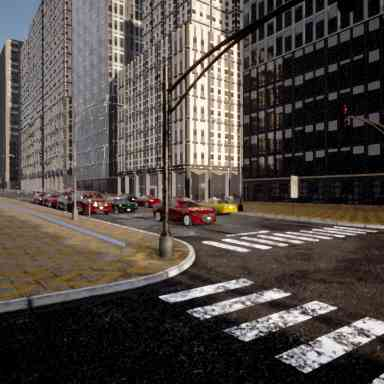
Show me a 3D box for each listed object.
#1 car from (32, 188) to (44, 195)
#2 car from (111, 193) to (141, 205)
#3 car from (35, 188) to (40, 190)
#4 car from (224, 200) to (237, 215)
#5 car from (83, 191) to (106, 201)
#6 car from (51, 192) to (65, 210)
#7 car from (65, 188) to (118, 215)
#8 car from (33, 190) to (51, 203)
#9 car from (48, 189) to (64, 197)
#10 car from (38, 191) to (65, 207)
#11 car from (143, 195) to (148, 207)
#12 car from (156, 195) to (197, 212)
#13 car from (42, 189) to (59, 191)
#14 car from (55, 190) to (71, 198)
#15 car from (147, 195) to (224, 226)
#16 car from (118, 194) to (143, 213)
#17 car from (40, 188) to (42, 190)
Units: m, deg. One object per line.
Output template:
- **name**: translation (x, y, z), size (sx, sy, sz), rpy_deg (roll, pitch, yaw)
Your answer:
- **car**: translation (-37.995, -0.208, 82.123), size (1.967, 1.590, 4.097), rpy_deg (1, 0, -36)
- **car**: translation (-8.203, 0.856, 41.254), size (1.947, 1.339, 4.313), rpy_deg (1, 0, -36)
- **car**: translation (-34.685, -0.104, 77.583), size (1.967, 1.590, 4.097), rpy_deg (1, 0, -36)
- **car**: translation (1.698, 1.127, 27.823), size (1.752, 1.417, 4.829), rpy_deg (1, 0, -36)
- **car**: translation (-14.824, 0.646, 50.337), size (1.947, 1.339, 4.313), rpy_deg (1, 0, -36)
- **car**: translation (-11.659, 0.987, 31.770), size (1.947, 1.339, 4.313), rpy_deg (1, 0, -36)
- **car**: translation (-8.343, 0.841, 27.228), size (2.192, 1.841, 5.009), rpy_deg (1, 0, -36)
- **car**: translation (-18.279, 0.794, 40.851), size (1.802, 1.307, 4.206), rpy_deg (1, 0, -36)
- **car**: translation (-28.066, 0.214, 68.501), size (2.008, 1.369, 4.403), rpy_deg (1, 0, -36)
- **car**: translation (-14.968, 0.861, 36.310), size (1.887, 1.381, 4.507), rpy_deg (1, 0, -36)
- **car**: translation (-4.892, 0.977, 36.713), size (1.802, 1.307, 4.206), rpy_deg (1, 0, -36)
- **car**: translation (-1.582, 1.066, 32.173), size (1.947, 1.339, 4.313), rpy_deg (1, 0, -36)
- **car**: translation (-25.035, 0.380, 59.900), size (2.033, 1.411, 5.357), rpy_deg (0, 1, -34)
- **car**: translation (-24.855, 0.289, 64.097), size (1.752, 1.417, 4.829), rpy_deg (1, 0, -36)
- **car**: translation (-0.567, 1.177, 20.921), size (1.882, 1.535, 5.008), rpy_deg (0, 1, -38)
- **car**: translation (-6.475, 1.112, 29.035), size (1.895, 1.301, 4.718), rpy_deg (0, 1, -36)
- **car**: translation (-31.376, 0.104, 73.042), size (1.887, 1.381, 4.507), rpy_deg (1, 0, -36)
